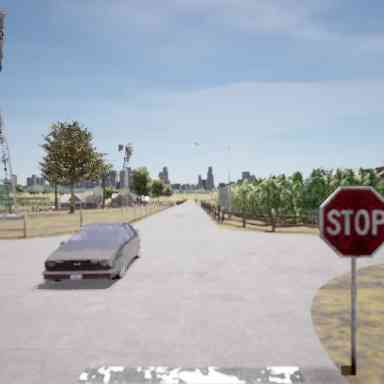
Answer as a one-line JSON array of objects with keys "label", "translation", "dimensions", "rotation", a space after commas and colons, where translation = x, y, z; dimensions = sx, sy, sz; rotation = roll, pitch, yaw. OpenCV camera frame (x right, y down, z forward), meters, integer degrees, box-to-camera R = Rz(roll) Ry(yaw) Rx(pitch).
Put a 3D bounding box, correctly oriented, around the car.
[{"label": "car", "translation": [-2.769, 1.679, 10.592], "dimensions": [2.033, 1.411, 5.357], "rotation": [-1, -1, 0]}]
